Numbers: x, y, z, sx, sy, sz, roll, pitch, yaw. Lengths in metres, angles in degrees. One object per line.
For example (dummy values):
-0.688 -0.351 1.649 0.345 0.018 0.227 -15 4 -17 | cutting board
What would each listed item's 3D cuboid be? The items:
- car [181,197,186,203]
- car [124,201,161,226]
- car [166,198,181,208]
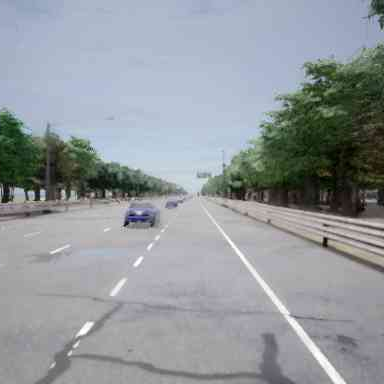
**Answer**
-3.121 2.161 84.742 1.895 1.301 4.718 0 0 1 | car
-3.473 1.442 23.970 2.097 1.767 4.553 0 0 0 | car
-3.340 1.854 55.532 1.812 1.442 4.674 0 0 0 | car
